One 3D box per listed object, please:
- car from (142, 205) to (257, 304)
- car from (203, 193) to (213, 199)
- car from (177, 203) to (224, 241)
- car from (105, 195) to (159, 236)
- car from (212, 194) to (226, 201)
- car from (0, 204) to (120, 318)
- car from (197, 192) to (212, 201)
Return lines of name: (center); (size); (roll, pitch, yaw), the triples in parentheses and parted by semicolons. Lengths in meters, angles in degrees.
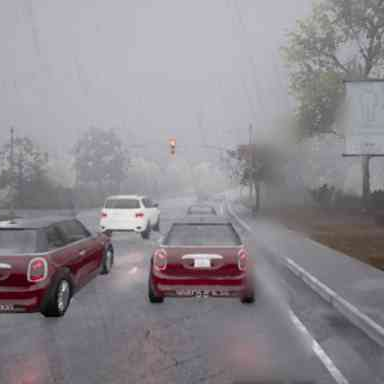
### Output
car: (0.228, 1.327, 8.282); (2.097, 1.767, 4.553); (0, 0, 1)
car: (4.249, 1.066, 86.148); (1.882, 1.535, 5.008); (0, 0, 11)
car: (0.489, 1.438, 17.488); (2.128, 1.511, 4.902); (0, 0, 2)
car: (-3.029, 1.168, 17.216); (2.150, 2.045, 5.566); (0, 0, 2)
car: (6.069, 1.360, 75.861); (1.895, 1.301, 4.718); (0, 0, 9)
car: (-3.283, 1.330, 7.538); (2.097, 1.767, 4.553); (0, 0, 1)
car: (2.539, 0.987, 75.952); (2.150, 2.045, 5.566); (0, 0, 9)
